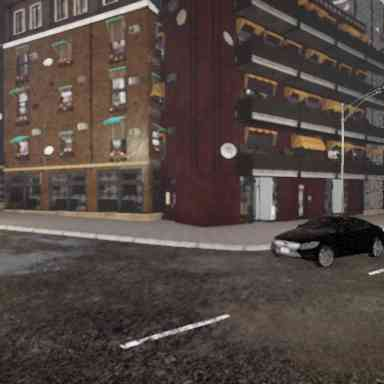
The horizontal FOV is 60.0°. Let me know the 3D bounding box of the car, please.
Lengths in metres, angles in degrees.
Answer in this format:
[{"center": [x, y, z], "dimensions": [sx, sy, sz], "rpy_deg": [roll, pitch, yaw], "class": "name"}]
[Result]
[{"center": [4.804, 1.537, 11.442], "dimensions": [4.674, 1.442, 1.812], "rpy_deg": [0, 0, -33], "class": "car"}]
